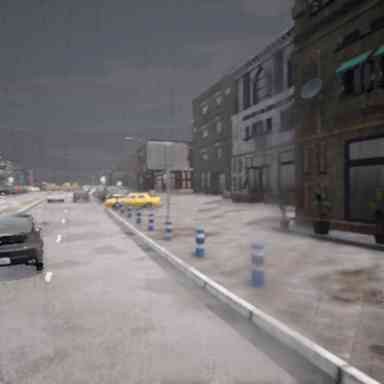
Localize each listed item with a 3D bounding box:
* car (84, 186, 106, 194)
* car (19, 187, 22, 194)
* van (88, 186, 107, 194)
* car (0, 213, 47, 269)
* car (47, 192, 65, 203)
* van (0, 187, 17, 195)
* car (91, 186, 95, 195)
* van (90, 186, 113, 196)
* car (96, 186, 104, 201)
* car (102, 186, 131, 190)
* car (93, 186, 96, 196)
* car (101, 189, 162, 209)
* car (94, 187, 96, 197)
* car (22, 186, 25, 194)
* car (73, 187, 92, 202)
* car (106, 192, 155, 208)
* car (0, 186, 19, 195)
[{"bbox_3d":[-26.694,-0.561,91.550,5.566,2.045,2.435,0,1,-20],"label":"car"},{"bbox_3d":[-44.181,-0.036,79.549,4.792,1.488,2.163,0,1,-19],"label":"car"},{"bbox_3d":[-23.789,-0.412,83.801,4.442,1.987,1.878,0,1,-20],"label":"van"},{"bbox_3d":[-5.658,1.430,10.447,1.837,1.490,4.892,-2,1,-24],"label":"car"},{"bbox_3d":[-17.050,0.636,41.804,1.895,1.301,4.718,0,1,-19],"label":"car"},{"bbox_3d":[-43.138,-0.250,76.832,4.442,1.987,1.878,-1,1,-19],"label":"van"},{"bbox_3d":[-13.747,0.219,55.190,5.008,1.535,2.097,0,1,-20],"label":"car"},{"bbox_3d":[-18.474,-0.205,68.133,4.442,1.987,1.878,0,1,-20],"label":"van"},{"bbox_3d":[-8.192,0.327,39.612,5.566,2.045,2.435,0,2,-20],"label":"car"},{"bbox_3d":[-7.328,0.525,37.000,4.553,1.767,2.185,0,2,-20],"label":"car"},{"bbox_3d":[-11.902,0.326,49.998,4.892,1.521,2.231,0,1,-20],"label":"car"},{"bbox_3d":[-5.629,0.804,31.758,5.366,1.575,1.946,0,2,-20],"label":"car"},{"bbox_3d":[-10.981,0.383,47.401,4.892,1.521,2.231,0,1,-20],"label":"car"},{"bbox_3d":[-45.111,-0.357,82.030,5.566,2.045,2.435,0,1,-19],"label":"car"},{"bbox_3d":[-14.166,0.521,42.642,1.837,1.490,4.892,0,1,-19],"label":"car"},{"bbox_3d":[-6.374,0.766,34.420,4.674,1.452,2.002,0,2,-20],"label":"car"},{"bbox_3d":[-42.359,-0.237,74.162,5.566,2.045,2.435,0,1,-19],"label":"car"}]
